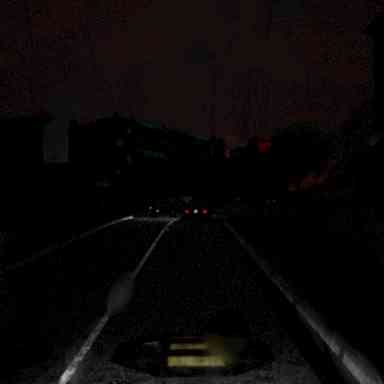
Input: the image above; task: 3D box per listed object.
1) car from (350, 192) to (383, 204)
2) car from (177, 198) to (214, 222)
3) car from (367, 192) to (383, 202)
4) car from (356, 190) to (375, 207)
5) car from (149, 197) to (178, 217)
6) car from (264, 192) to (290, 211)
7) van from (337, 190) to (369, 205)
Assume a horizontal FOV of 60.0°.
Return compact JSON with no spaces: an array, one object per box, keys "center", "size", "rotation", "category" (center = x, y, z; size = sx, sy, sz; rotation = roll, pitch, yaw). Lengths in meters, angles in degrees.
[{"center":[26.444,0.881,50.019],"size":[2.231,1.521,4.892],"rotation":[-3,-1,-12],"category":"car"},{"center":[0.528,1.249,23.507],"size":[2.033,1.411,5.357],"rotation":[0,1,6],"category":"car"},{"center":[29.172,0.757,50.593],"size":[2.002,1.452,4.674],"rotation":[-3,-1,-12],"category":"car"},{"center":[21.024,0.730,36.298],"size":[2.435,2.045,5.566],"rotation":[-3,-1,-12],"category":"car"},{"center":[-1.822,1.212,27.301],"size":[1.837,1.490,4.892],"rotation":[-1,-1,18],"category":"car"},{"center":[10.753,1.074,37.951],"size":[5.566,2.045,2.150],"rotation":[-1,-1,-30],"category":"car"},{"center":[23.727,0.810,49.322],"size":[1.878,1.987,4.442],"rotation":[-3,-1,-12],"category":"van"}]
